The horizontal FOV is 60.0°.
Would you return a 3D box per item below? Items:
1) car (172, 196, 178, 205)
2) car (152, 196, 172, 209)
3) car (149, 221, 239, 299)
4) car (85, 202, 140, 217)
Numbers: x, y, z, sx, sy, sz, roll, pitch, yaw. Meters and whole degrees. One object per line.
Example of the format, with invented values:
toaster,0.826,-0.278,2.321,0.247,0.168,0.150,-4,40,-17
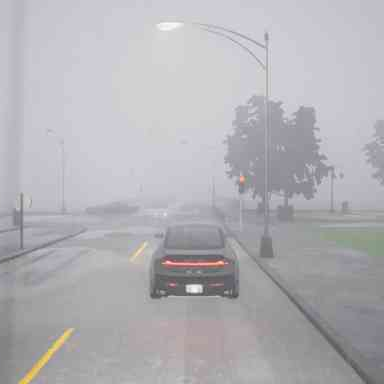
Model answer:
car,-4.066,1.506,60.408,1.837,1.490,4.892,0,0,0
car,-4.095,1.564,44.227,1.994,1.385,4.181,0,0,0
car,0.061,1.505,8.454,1.837,1.490,4.892,0,0,0
car,-7.402,1.601,31.020,4.718,1.301,1.895,0,0,-38
